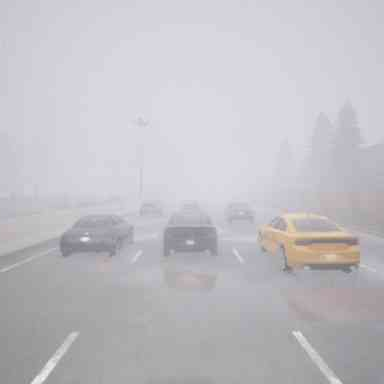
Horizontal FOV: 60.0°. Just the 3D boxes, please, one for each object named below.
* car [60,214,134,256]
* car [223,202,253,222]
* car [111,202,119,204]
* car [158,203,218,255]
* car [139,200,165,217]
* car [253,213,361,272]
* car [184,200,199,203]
[{"bbox_3d":[-3.555,1.539,13.089,1.994,1.385,4.181,0,0,0],"label":"car"},{"bbox_3d":[3.439,1.460,25.106,2.033,1.411,5.357,0,0,1],"label":"car"},{"bbox_3d":[-10.651,1.400,46.023,2.128,1.511,4.902,0,0,0],"label":"car"},{"bbox_3d":[-0.058,1.439,13.087,1.882,1.535,5.008,0,0,0],"label":"car"},{"bbox_3d":[-3.527,1.418,29.989,2.128,1.511,4.902,0,0,0],"label":"car"},{"bbox_3d":[3.438,1.432,10.667,1.882,1.535,5.008,0,0,0],"label":"car"},{"bbox_3d":[-0.028,1.435,31.028,1.812,1.442,4.674,0,0,0],"label":"car"}]
